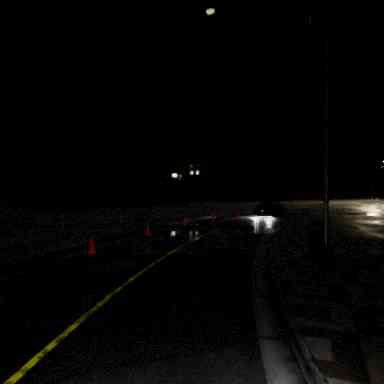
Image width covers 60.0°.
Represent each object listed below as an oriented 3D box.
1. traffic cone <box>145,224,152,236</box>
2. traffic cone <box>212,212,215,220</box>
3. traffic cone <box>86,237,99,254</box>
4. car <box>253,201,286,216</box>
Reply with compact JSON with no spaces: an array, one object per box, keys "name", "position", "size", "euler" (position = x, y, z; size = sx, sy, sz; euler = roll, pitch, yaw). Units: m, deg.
[{"name":"traffic cone","position":[-2.258,1.919,17.075],"size":[0.340,0.580,0.340],"euler":[0,0,17]},{"name":"traffic cone","position":[1.717,1.905,26.739],"size":[0.340,0.580,0.340],"euler":[1,0,27]},{"name":"traffic cone","position":[-3.608,1.919,12.021],"size":[0.340,0.580,0.340],"euler":[0,0,12]},{"name":"car","position":[7.453,1.517,31.624],"size":[1.994,1.385,4.181],"euler":[1,0,34]}]
